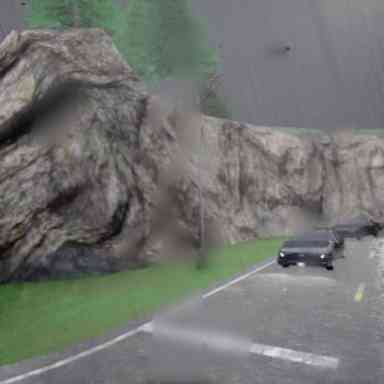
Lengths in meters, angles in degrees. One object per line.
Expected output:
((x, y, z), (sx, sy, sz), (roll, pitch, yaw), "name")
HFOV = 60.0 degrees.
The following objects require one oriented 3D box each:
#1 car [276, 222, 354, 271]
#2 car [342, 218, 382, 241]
((5.095, 2.166, 13.627), (2.033, 1.411, 5.357), (-4, -4, 31), "car")
((11.504, 2.511, 23.263), (5.357, 1.411, 2.033), (1, -4, -43), "car")
